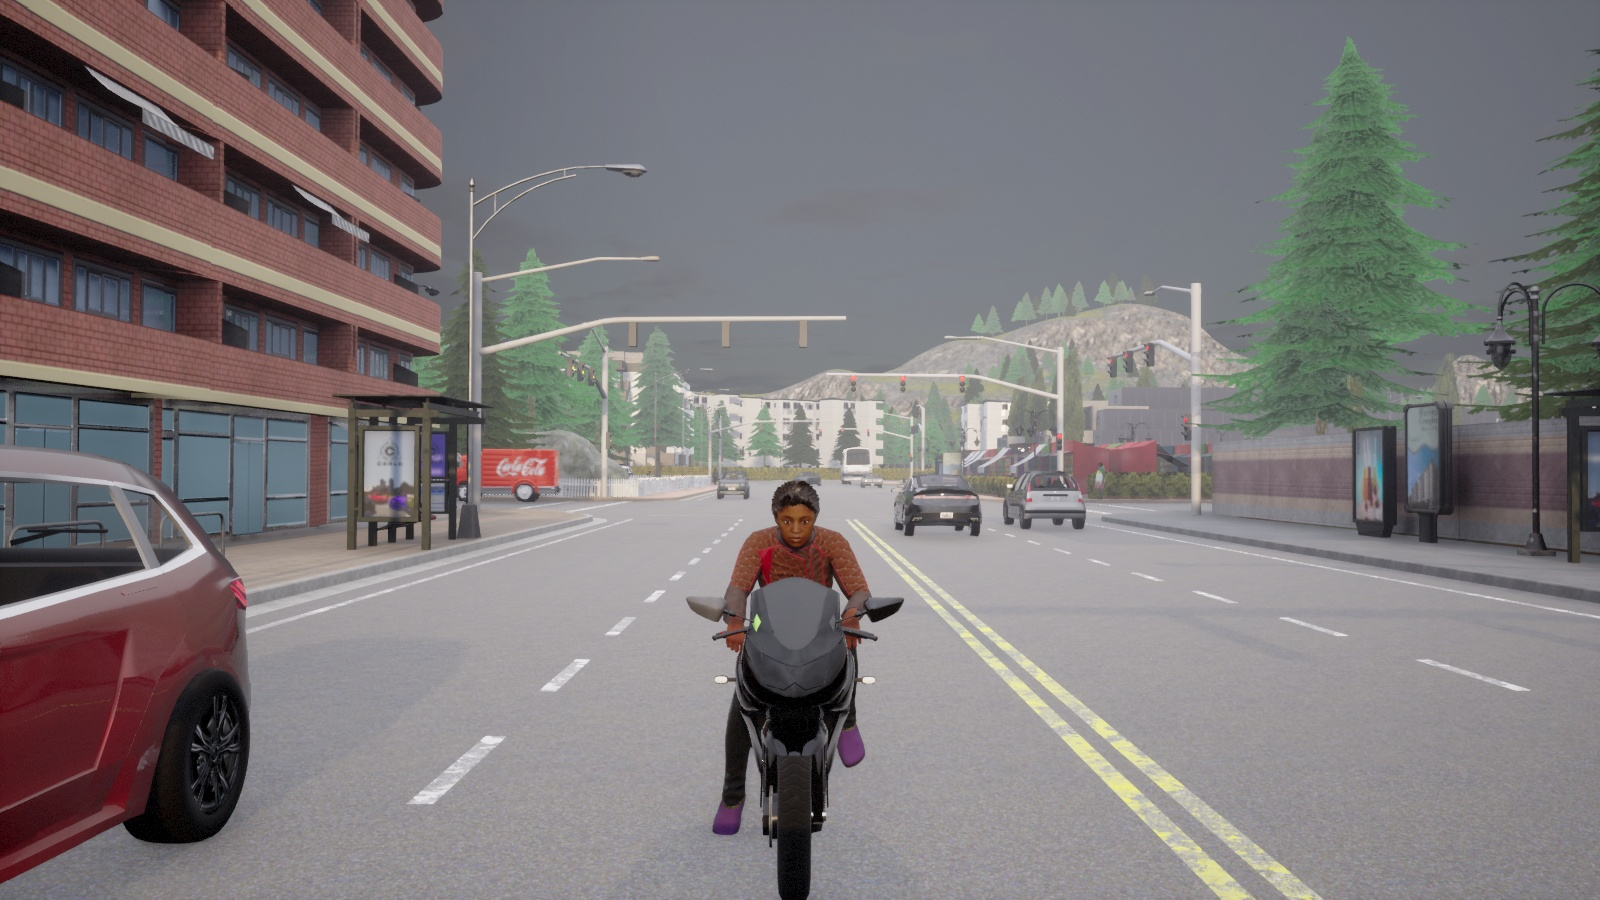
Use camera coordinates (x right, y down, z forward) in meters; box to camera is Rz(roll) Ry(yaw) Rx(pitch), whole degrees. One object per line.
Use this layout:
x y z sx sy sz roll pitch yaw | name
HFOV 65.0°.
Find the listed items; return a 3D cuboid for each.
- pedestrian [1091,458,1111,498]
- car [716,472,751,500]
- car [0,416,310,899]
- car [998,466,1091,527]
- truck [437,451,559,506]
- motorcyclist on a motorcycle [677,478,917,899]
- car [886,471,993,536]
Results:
14.978 1.400 62.524 0.873 1.952 0.659 0 -1 2 | pedestrian
-3.670 1.978 69.887 1.789 1.549 3.705 0 -1 0 | car
-3.511 0.737 3.845 2.242 1.667 4.611 0 -1 0 | car
6.913 1.286 35.846 1.851 1.617 3.988 0 -1 0 | car
-13.908 1.302 58.177 5.204 2.467 2.627 0 -1 -6 | truck
-0.013 0.884 5.210 0.797 1.523 2.044 0 -1 0 | motorcyclist on a motorcycle
3.423 1.288 31.691 2.128 1.511 4.902 0 -1 0 | car
